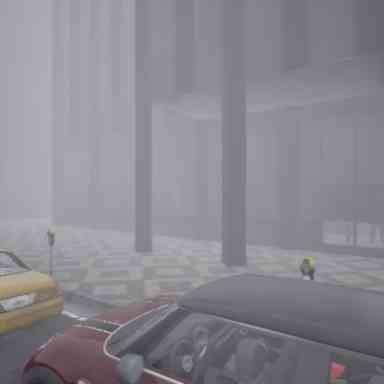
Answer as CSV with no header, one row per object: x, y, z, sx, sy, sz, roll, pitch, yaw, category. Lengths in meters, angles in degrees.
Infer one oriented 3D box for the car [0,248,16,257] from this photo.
-4.320,1.513,6.043,4.829,1.417,1.752,0,0,35,car

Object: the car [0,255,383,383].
0.394,1.438,2.683,4.097,1.590,1.967,0,0,35,car
